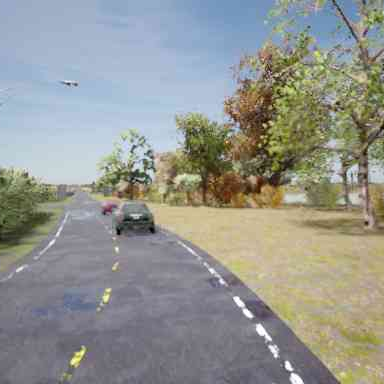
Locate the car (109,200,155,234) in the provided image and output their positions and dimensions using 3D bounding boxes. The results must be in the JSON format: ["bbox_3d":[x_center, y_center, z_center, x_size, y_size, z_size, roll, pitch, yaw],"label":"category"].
[{"bbox_3d":[-3.523,1.365,19.544,2.097,1.767,4.553,-1,0,-16],"label":"car"}]

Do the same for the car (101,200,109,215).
[{"bbox_3d":[-8.387,1.545,34.435,1.812,1.442,4.674,0,0,-19],"label":"car"}]
